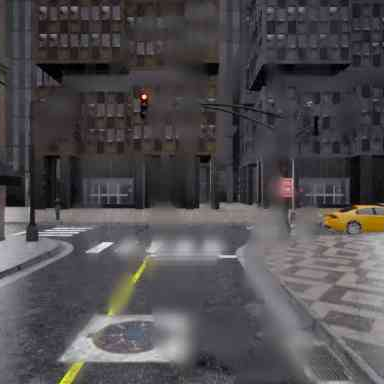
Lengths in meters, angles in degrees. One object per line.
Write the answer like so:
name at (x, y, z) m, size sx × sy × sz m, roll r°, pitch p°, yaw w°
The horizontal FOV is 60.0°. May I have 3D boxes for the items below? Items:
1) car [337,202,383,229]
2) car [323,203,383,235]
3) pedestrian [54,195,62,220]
car at (12.056, 1.458, 21.021) m, size 5.008 × 1.535 × 1.882 m, roll 0°, pitch 0°, yaw 1°
car at (9.679, 1.461, 17.851) m, size 5.008 × 1.535 × 1.882 m, roll 0°, pitch 0°, yaw 1°
pedestrian at (-9.815, 1.152, 24.321) m, size 0.375 × 1.860 × 0.375 m, roll 0°, pitch 0°, yaw 1°
